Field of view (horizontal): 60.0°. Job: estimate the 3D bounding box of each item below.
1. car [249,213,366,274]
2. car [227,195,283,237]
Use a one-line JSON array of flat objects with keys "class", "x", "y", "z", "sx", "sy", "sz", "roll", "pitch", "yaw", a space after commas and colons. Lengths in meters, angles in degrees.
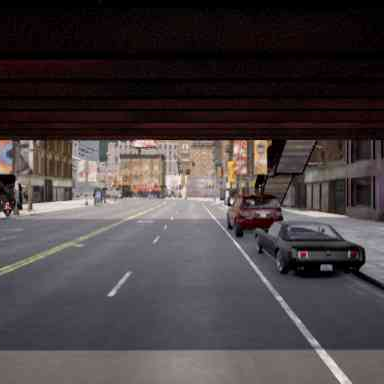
[{"class": "car", "x": 3.225, "y": 1.541, "z": 10.214, "sx": 1.895, "sy": 1.301, "sz": 4.718, "roll": 0, "pitch": 0, "yaw": 0}, {"class": "car", "x": 3.180, "y": 1.176, "z": 17.611, "sx": 2.435, "sy": 2.045, "sz": 5.566, "roll": 0, "pitch": 0, "yaw": 0}]
